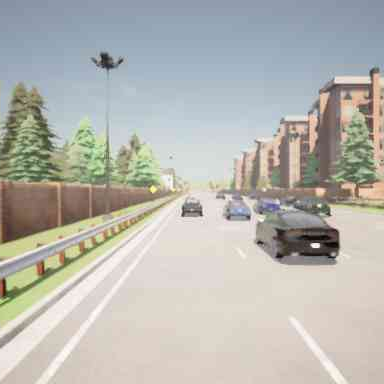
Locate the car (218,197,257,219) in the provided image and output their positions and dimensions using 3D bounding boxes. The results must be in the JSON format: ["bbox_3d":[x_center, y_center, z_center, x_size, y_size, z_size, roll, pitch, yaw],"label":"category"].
[{"bbox_3d":[3.497,1.380,26.745,2.033,1.411,5.357,0,0,0],"label":"car"}]

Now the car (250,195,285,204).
[{"bbox_3d":[6.998,1.328,31.534,1.812,1.442,4.674,0,1,0],"label":"car"}]

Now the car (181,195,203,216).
[{"bbox_3d":[0.009,1.305,30.106,2.128,1.511,4.902,0,0,0],"label":"car"}]

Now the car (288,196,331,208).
[{"bbox_3d":[10.504,1.166,29.500,2.097,1.767,4.553,0,0,0],"label":"car"}]

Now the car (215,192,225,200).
[{"bbox_3d":[6.640,0.867,78.413,2.097,1.767,4.553,0,0,0],"label":"car"}]

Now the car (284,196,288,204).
[{"bbox_3d":[13.876,1.228,47.559,1.812,1.442,4.674,0,0,0],"label":"car"}]

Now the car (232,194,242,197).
[{"bbox_3d":[10.156,1.080,75.817,1.994,1.385,4.181,0,0,0],"label":"car"}]

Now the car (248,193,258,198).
[{"bbox_3d":[13.667,1.039,74.022,1.837,1.490,4.892,0,0,0],"label":"car"}]

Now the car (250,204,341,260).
[{"bbox_3d":[3.595,1.401,12.154,1.882,1.535,5.008,0,0,0],"label":"car"}]
